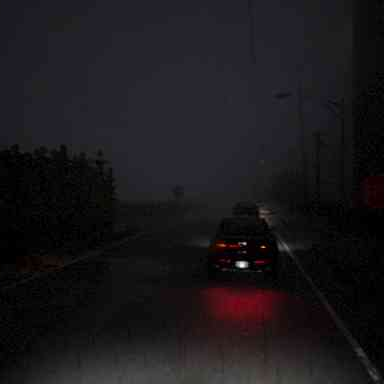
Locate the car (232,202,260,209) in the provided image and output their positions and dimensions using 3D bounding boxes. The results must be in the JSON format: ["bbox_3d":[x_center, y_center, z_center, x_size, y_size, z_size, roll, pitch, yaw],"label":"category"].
[{"bbox_3d":[4.029,1.459,24.760,1.882,1.535,5.008,1,0,10],"label":"car"}]

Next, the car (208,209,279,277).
[{"bbox_3d":[1.620,1.496,10.388,1.837,1.490,4.892,1,0,10],"label":"car"}]
